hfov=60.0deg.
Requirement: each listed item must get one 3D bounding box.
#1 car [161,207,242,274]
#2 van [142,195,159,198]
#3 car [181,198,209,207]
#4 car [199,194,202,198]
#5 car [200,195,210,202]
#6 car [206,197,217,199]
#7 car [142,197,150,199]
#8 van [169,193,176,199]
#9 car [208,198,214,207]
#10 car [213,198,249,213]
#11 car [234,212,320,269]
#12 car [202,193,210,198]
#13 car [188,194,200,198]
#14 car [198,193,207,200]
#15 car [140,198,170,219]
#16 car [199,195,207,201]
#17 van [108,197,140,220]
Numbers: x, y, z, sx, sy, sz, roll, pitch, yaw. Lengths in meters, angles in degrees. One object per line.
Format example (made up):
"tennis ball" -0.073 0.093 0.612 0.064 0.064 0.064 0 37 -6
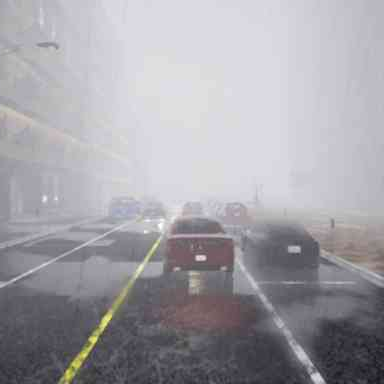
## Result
"car" 0.148 1.450 10.577 1.882 1.535 5.008 0 0 -2
"van" -5.690 1.241 43.956 1.690 1.788 3.998 0 0 0
"car" 0.098 1.481 27.979 2.033 1.411 5.357 0 0 0
"car" 2.689 1.447 55.003 1.947 1.339 4.313 0 0 0
"car" 2.688 1.411 71.571 2.008 1.369 4.403 0 0 0
"car" 2.691 1.473 32.912 2.008 1.369 4.403 0 0 0
"car" -5.690 1.467 32.912 1.887 1.381 4.507 0 0 0
"van" -5.694 1.178 93.662 1.690 1.788 3.998 0 0 0
"car" 2.692 1.485 27.388 2.008 1.369 4.403 0 0 0
"car" 2.692 1.387 21.865 1.967 1.590 4.097 0 0 0
"car" 2.693 1.537 10.820 1.947 1.339 4.313 0 0 0
"car" 2.691 1.340 43.956 1.967 1.590 4.097 0 0 0
"car" 0.095 1.476 59.385 1.895 1.301 4.718 0 0 0
"car" 2.687 1.157 88.140 2.192 1.841 5.009 0 0 0
"car" -3.094 1.497 28.070 1.994 1.385 4.181 0 0 0
"car" 2.687 1.398 82.616 2.008 1.369 4.403 0 0 0
"van" -5.689 1.275 27.389 1.690 1.788 3.998 0 0 0
